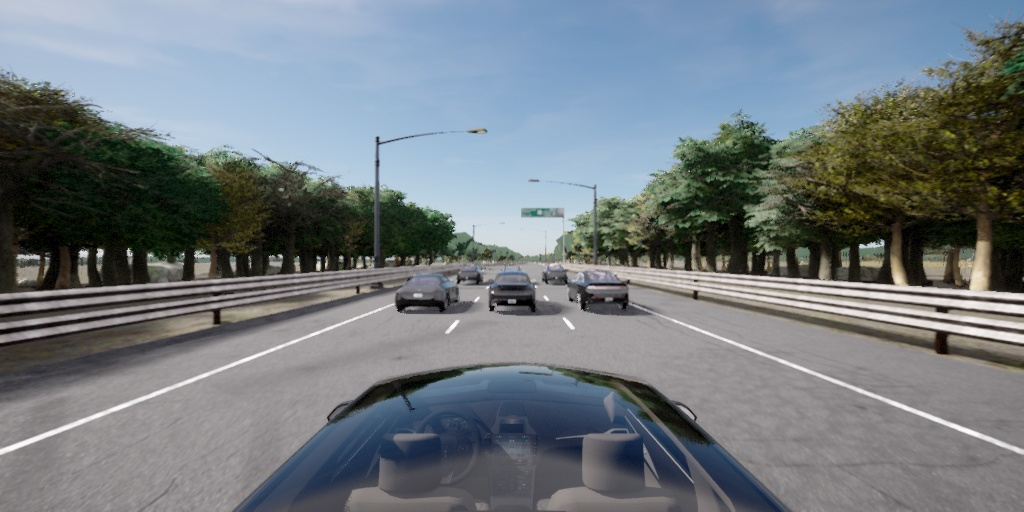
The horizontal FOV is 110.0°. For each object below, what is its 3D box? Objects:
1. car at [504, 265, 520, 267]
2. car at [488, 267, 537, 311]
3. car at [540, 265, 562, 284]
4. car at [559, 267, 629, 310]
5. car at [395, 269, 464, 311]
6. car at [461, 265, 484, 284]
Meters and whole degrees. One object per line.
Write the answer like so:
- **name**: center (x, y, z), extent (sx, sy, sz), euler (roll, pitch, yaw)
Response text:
- **car**: center (0.022, 1.538, 30.362), extent (2.128, 1.511, 4.902), euler (0, 0, 0)
- **car**: center (0.020, 1.394, 15.357), extent (1.837, 1.490, 4.892), euler (0, 0, 0)
- **car**: center (3.523, 1.538, 30.361), extent (2.128, 1.511, 4.902), euler (0, 0, 0)
- **car**: center (3.520, 1.380, 15.366), extent (2.128, 1.511, 4.902), euler (0, 0, 0)
- **car**: center (-3.478, 1.451, 15.333), extent (1.994, 1.385, 4.181), euler (0, 0, 0)
- **car**: center (-3.477, 1.538, 30.367), extent (2.128, 1.511, 4.902), euler (0, 0, 0)
